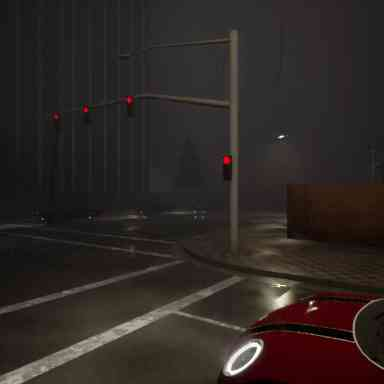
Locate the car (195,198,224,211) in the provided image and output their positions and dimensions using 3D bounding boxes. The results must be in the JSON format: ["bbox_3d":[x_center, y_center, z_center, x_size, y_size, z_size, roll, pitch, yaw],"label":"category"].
[{"bbox_3d":[2.247,1.491,41.859,2.128,1.511,4.902,0,0,36],"label":"car"}]

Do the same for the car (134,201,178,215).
[{"bbox_3d":[-3.596,1.601,33.648,1.895,1.301,4.718,0,0,35],"label":"car"}]

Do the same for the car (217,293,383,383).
[{"bbox_3d":[2.394,1.352,2.250,4.553,1.767,2.097,0,0,36],"label":"car"}]

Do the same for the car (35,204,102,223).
[{"bbox_3d":[-9.376,1.601,25.493,1.895,1.301,4.718,0,0,35],"label":"car"}]
